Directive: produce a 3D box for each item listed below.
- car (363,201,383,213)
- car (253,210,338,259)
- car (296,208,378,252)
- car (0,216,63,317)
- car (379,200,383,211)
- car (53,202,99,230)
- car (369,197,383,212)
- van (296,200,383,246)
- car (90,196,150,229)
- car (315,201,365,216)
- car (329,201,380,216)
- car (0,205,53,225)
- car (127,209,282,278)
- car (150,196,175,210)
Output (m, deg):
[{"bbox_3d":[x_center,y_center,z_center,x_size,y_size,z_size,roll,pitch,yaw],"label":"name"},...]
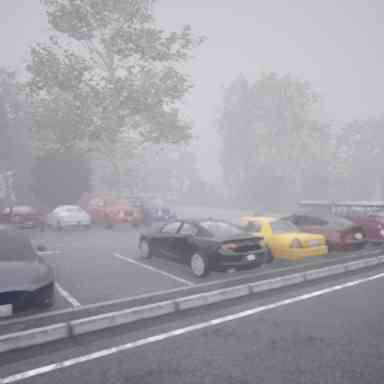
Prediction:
[{"bbox_3d":[26.274,2.050,45.346,2.163,1.488,4.792,1,0,-36],"label":"car"},{"bbox_3d":[2.252,1.558,12.316,1.946,1.575,5.366,1,0,-36],"label":"car"},{"bbox_3d":[4.621,1.624,13.820,2.163,1.488,4.792,1,0,-36],"label":"car"},{"bbox_3d":[-4.459,1.501,7.245,2.163,1.488,4.792,1,0,-36],"label":"car"},{"bbox_3d":[30.662,2.084,48.753,1.946,1.575,5.366,1,-1,-36],"label":"car"},{"bbox_3d":[-7.801,1.567,20.973,2.002,1.452,4.674,1,0,-36],"label":"car"},{"bbox_3d":[28.499,1.803,47.010,2.435,2.045,5.566,1,0,-36],"label":"car"},{"bbox_3d":[6.988,1.401,15.336,1.878,1.987,4.442,1,0,-36],"label":"van"},{"bbox_3d":[-5.419,1.308,22.646,2.435,2.045,5.566,1,0,-36],"label":"car"},{"bbox_3d":[17.227,1.891,38.909,2.231,1.521,4.892,1,0,-36],"label":"car"},{"bbox_3d":[19.595,1.919,40.370,1.946,1.575,5.366,1,0,-36],"label":"car"},{"bbox_3d":[-9.962,1.499,19.422,2.097,1.535,5.008,1,0,-36],"label":"car"},{"bbox_3d":[0.086,1.529,10.530,2.097,1.535,5.008,1,0,-36],"label":"car"},{"bbox_3d":[-3.256,1.340,24.196,2.435,2.045,5.566,1,0,-36],"label":"car"}]
